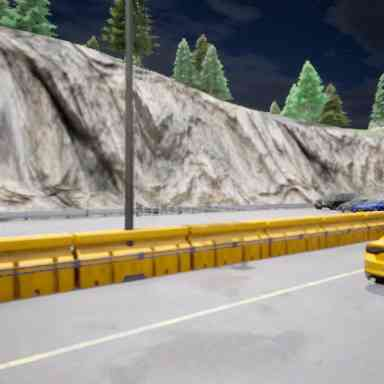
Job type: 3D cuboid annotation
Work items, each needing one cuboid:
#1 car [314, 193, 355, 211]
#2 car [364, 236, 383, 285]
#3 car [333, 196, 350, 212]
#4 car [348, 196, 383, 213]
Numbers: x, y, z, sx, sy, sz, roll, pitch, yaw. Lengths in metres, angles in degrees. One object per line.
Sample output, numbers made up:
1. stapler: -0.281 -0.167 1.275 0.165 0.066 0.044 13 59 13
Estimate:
1. car: 17.195 1.174 39.674 5.566 2.045 2.150 0 0 -26
2. car: 6.219 1.466 8.179 5.008 1.535 1.882 0 0 -35
3. car: 18.047 1.461 36.158 4.892 1.490 1.837 0 0 -27
4. car: 17.756 1.437 32.049 5.008 1.535 1.882 0 0 -28
